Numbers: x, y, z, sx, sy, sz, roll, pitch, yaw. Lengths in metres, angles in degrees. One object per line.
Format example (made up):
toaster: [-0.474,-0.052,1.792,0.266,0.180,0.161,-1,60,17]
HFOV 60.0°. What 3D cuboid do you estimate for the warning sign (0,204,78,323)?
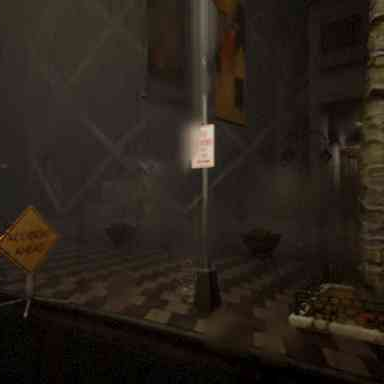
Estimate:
warning sign: [-3.004,1.175,6.160,1.060,1.860,1.300,-1,0,28]
